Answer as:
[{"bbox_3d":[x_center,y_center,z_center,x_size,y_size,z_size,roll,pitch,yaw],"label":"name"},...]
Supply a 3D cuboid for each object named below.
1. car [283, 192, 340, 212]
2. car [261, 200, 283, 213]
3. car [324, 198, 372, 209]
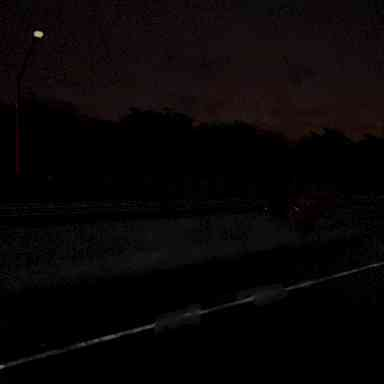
[{"bbox_3d":[10.847,1.066,28.936,5.566,2.045,2.150,0,0,-36],"label":"car"},{"bbox_3d":[8.461,1.411,31.531,4.181,1.385,1.994,0,0,-35],"label":"car"},{"bbox_3d":[12.557,1.410,25.856,4.181,1.385,1.994,0,0,-35],"label":"car"}]
